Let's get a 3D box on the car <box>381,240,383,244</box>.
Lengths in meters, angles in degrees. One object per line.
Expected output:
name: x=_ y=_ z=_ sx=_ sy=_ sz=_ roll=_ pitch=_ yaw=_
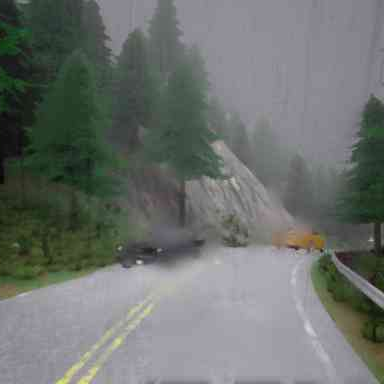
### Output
car: x=25.971 y=7.096 z=43.992 sx=4.902 sy=1.511 sz=2.128 roll=10 pitch=-9 yaw=-42

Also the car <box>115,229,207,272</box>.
car: x=-0.975 y=2.140 z=12.898 sx=1.895 sy=1.301 sz=4.718 roll=-1 pitch=-5 yaw=20

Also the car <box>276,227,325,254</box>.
car: x=6.904 y=2.988 z=20.784 sx=1.882 sy=1.535 sz=5.008 roll=-3 pitch=-9 yaw=35
